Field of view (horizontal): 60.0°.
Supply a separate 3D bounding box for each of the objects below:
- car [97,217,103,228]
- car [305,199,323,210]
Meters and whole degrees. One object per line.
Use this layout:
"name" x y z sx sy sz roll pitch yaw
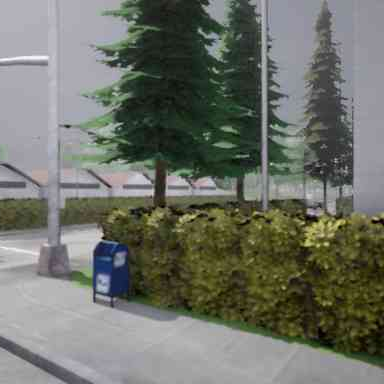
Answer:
"car" -4.409 1.820 22.948 1.994 1.385 4.181 0 0 36
"car" 16.803 1.725 46.191 2.128 1.511 4.902 0 0 36
